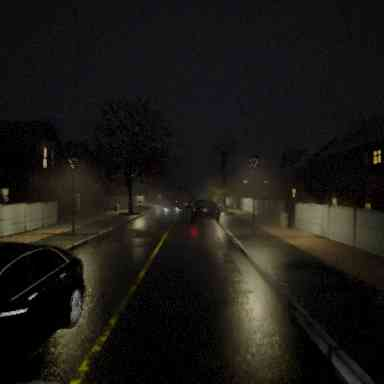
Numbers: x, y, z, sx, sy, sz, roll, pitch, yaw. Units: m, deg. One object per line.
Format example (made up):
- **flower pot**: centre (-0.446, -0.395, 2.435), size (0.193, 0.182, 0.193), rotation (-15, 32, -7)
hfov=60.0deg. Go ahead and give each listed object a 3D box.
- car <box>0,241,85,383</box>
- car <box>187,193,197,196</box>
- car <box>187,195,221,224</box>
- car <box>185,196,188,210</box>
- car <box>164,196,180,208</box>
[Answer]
- **car**: centre (-2.849, 1.506, 4.201), size (1.837, 1.490, 4.892), rotation (0, 0, 0)
- **car**: centre (0.005, 1.268, 58.393), size (2.150, 2.045, 5.566), rotation (0, 0, 0)
- **car**: centre (0.933, 1.332, 25.091), size (2.097, 1.767, 4.553), rotation (-2, 0, 0)
- **car**: centre (0.019, 1.577, 44.325), size (2.033, 1.411, 5.357), rotation (0, 0, 1)
- **car**: centre (-2.823, 1.384, 47.679), size (2.097, 1.767, 4.553), rotation (0, 0, 0)
